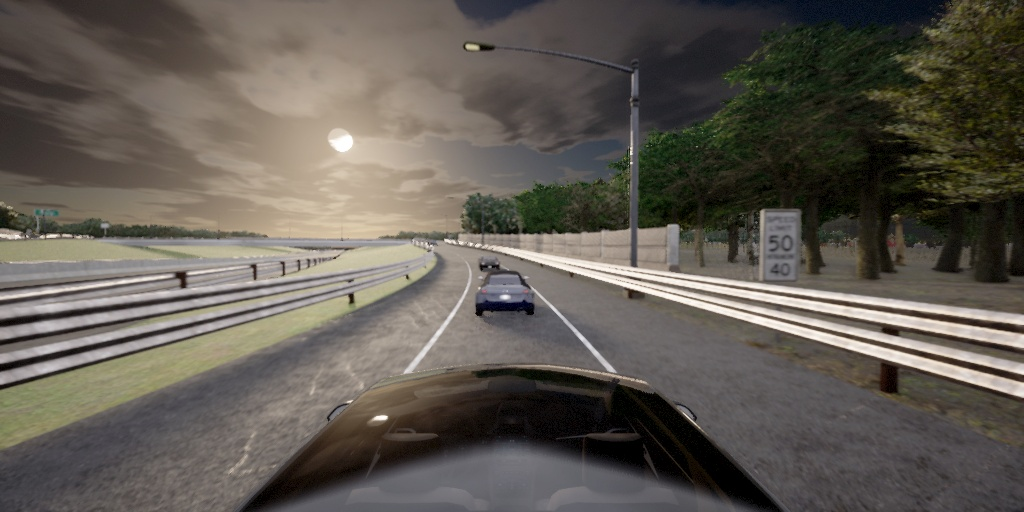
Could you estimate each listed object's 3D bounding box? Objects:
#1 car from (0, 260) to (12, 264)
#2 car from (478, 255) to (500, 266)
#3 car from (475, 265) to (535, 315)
[{"bbox_3d":[-44.415,1.081,29.976,2.128,1.511,4.902,-1,0,-24],"label":"car"},{"bbox_3d":[-2.273,0.589,34.111,1.895,1.301,4.718,0,3,-8],"label":"car"},{"bbox_3d":[-0.310,1.217,13.147,1.994,1.385,4.181,0,1,-3],"label":"car"}]
